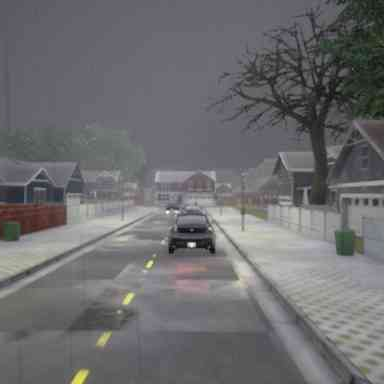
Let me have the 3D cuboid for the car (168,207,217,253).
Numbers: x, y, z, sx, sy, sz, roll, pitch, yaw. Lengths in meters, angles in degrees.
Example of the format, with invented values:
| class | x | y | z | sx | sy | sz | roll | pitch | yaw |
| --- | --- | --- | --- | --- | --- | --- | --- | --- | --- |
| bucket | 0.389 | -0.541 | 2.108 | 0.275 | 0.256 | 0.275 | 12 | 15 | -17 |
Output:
| class | x | y | z | sx | sy | sz | roll | pitch | yaw |
| --- | --- | --- | --- | --- | --- | --- | --- | --- | --- |
| car | 0.001 | 1.641 | 14.327 | 1.837 | 1.490 | 4.892 | 0 | 0 | 0 |

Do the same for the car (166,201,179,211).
| class | x | y | z | sx | sy | sz | roll | pitch | yaw |
| --- | --- | --- | --- | --- | --- | --- | --- | --- | --- |
| car | -2.766 | 1.964 | 48.768 | 2.033 | 1.411 | 5.357 | 0 | -1 | 0 |

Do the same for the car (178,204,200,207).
| class | x | y | z | sx | sy | sz | roll | pitch | yaw |
| --- | --- | --- | --- | --- | --- | --- | --- | --- | --- |
| car | -0.003 | 1.784 | 29.416 | 1.812 | 1.442 | 4.674 | 0 | 0 | 0 |
